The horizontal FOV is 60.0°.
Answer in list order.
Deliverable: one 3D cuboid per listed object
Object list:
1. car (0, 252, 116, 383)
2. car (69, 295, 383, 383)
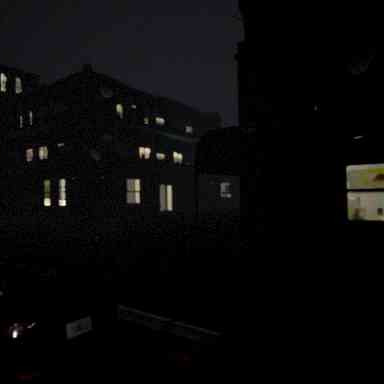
[{"bbox_3d":[-2.980,1.592,5.014,4.313,1.339,1.947,0,-1,36],"label":"car"},{"bbox_3d":[1.535,1.543,1.795,4.507,1.381,1.887,0,-1,36],"label":"car"}]
